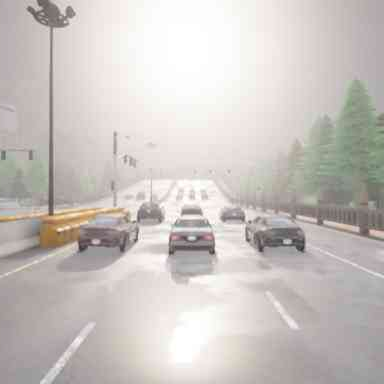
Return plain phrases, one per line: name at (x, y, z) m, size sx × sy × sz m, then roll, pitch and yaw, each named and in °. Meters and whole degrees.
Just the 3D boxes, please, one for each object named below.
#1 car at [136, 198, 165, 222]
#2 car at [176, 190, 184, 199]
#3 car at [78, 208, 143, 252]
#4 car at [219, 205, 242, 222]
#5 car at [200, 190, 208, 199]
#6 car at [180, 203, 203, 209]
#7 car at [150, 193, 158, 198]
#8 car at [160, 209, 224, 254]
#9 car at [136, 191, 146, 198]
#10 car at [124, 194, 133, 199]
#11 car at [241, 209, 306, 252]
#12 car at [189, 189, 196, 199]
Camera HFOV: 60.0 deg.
car at (-3.512, 1.622, 29.173) m, size 2.097 × 1.767 × 4.553 m, roll 0°, pitch -1°, yaw 0°
car at (-3.469, 1.035, 92.851) m, size 1.895 × 1.301 × 4.718 m, roll 0°, pitch 6°, yaw 0°
car at (-3.504, 1.661, 14.462) m, size 1.812 × 1.442 × 4.674 m, roll 0°, pitch 0°, yaw 0°
car at (3.490, 1.839, 29.385) m, size 1.994 × 1.385 × 4.181 m, roll 0°, pitch -1°, yaw 0°
car at (3.531, 0.996, 92.781) m, size 1.994 × 1.385 × 4.181 m, roll 0°, pitch 6°, yaw 0°
car at (-0.010, 1.754, 29.581) m, size 1.882 × 1.535 × 5.008 m, roll 0°, pitch 0°, yaw 0°
car at (-10.476, 1.150, 91.312) m, size 2.033 × 1.411 × 5.357 m, roll 0°, pitch 5°, yaw 0°
car at (-0.007, 1.679, 14.079) m, size 2.033 × 1.411 × 5.357 m, roll 0°, pitch -1°, yaw 0°
car at (-13.977, 0.839, 91.272) m, size 2.150 × 2.045 × 5.566 m, roll 0°, pitch 5°, yaw 0°
car at (-17.476, 1.208, 91.322) m, size 1.895 × 1.301 × 4.718 m, roll 0°, pitch 5°, yaw 0°
car at (3.496, 1.662, 14.468) m, size 1.812 × 1.442 × 4.674 m, roll 0°, pitch 0°, yaw 0°
car at (0.031, 0.944, 92.793) m, size 1.837 × 1.490 × 4.892 m, roll 0°, pitch 6°, yaw 0°
